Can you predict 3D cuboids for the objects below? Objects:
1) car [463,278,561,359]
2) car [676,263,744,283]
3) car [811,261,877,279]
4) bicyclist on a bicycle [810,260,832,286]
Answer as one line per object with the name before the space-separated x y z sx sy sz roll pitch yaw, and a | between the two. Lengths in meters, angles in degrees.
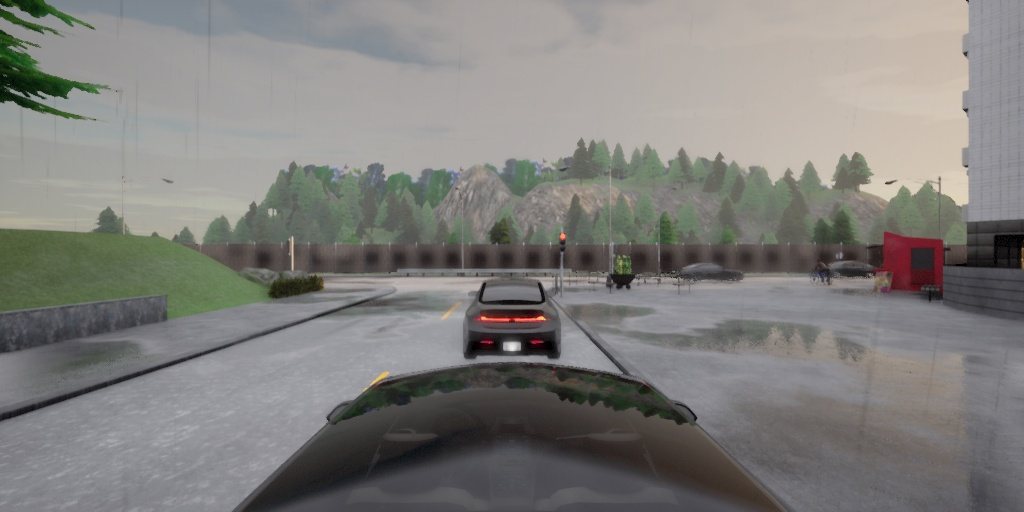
car | -0.001 1.250 8.357 1.837 1.490 4.892 0 0 0
car | 14.970 1.257 27.194 4.674 1.442 1.812 0 0 0
car | 29.076 1.232 31.473 4.892 1.490 1.837 0 0 0
bicyclist on a bicycle | 19.804 1.083 22.992 0.582 1.620 1.656 0 0 -1
